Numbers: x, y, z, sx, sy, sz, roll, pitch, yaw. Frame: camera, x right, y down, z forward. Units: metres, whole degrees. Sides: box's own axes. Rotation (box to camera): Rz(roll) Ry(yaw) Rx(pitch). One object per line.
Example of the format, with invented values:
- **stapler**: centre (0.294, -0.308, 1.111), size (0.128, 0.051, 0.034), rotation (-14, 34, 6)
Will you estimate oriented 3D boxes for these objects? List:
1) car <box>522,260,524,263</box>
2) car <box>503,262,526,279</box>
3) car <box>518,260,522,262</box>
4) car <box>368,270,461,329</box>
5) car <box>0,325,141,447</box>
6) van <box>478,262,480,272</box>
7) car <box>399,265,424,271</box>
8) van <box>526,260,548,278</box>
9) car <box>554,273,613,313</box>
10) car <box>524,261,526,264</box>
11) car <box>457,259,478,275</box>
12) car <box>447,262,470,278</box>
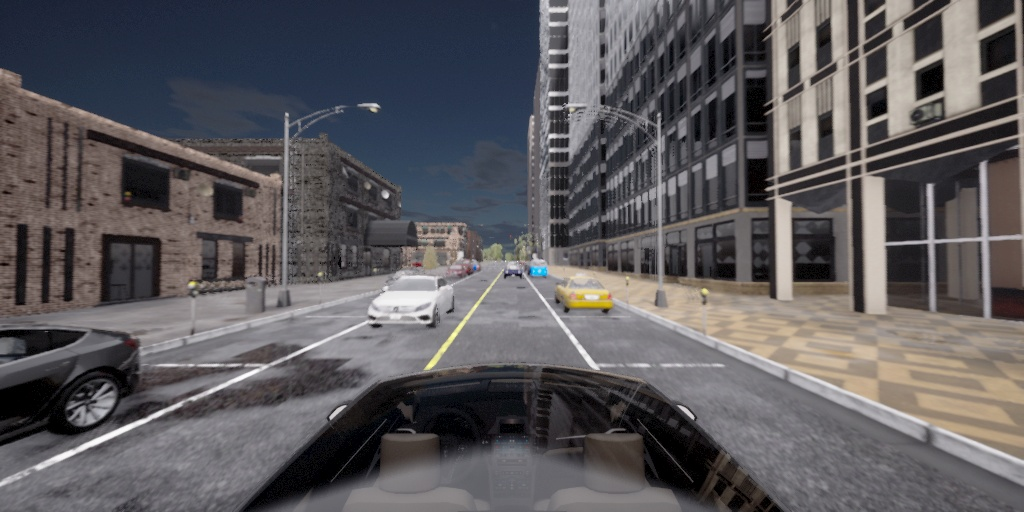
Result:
- **car**: centre (2.674, 1.636, 53.619), size (1.948, 1.339, 4.313), rotation (0, 0, 0)
- **car**: centre (0.113, 1.562, 36.156), size (1.895, 1.301, 4.718), rotation (0, 0, 0)
- **car**: centre (0.115, 1.567, 48.995), size (1.812, 1.442, 4.674), rotation (0, 0, 0)
- **car**: centre (-3.008, 1.337, 11.646), size (1.812, 1.442, 4.674), rotation (0, -1, 0)
- **car**: centre (-5.690, 1.323, 2.880), size (1.948, 1.339, 4.313), rotation (0, 0, 0)
- **van**: centre (-5.675, 1.376, 48.031), size (1.690, 1.789, 3.998), rotation (0, 0, 0)
- **car**: centre (-5.684, 1.411, 19.812), size (2.007, 1.370, 4.403), rotation (0, 0, 0)
- **van**: centre (2.669, 1.305, 36.686), size (1.690, 1.789, 3.998), rotation (0, 0, 0)
- **car**: centre (2.662, 1.351, 14.281), size (1.751, 1.417, 4.829), rotation (0, 0, 0)
- **car**: centre (2.671, 1.565, 42.330), size (1.948, 1.339, 4.313), rotation (0, 0, 0)
- **car**: centre (-5.677, 1.315, 42.388), size (2.192, 1.841, 5.009), rotation (0, 0, 0)
- **car**: centre (-5.679, 1.547, 36.744), size (1.802, 1.307, 4.207), rotation (0, 0, 0)
